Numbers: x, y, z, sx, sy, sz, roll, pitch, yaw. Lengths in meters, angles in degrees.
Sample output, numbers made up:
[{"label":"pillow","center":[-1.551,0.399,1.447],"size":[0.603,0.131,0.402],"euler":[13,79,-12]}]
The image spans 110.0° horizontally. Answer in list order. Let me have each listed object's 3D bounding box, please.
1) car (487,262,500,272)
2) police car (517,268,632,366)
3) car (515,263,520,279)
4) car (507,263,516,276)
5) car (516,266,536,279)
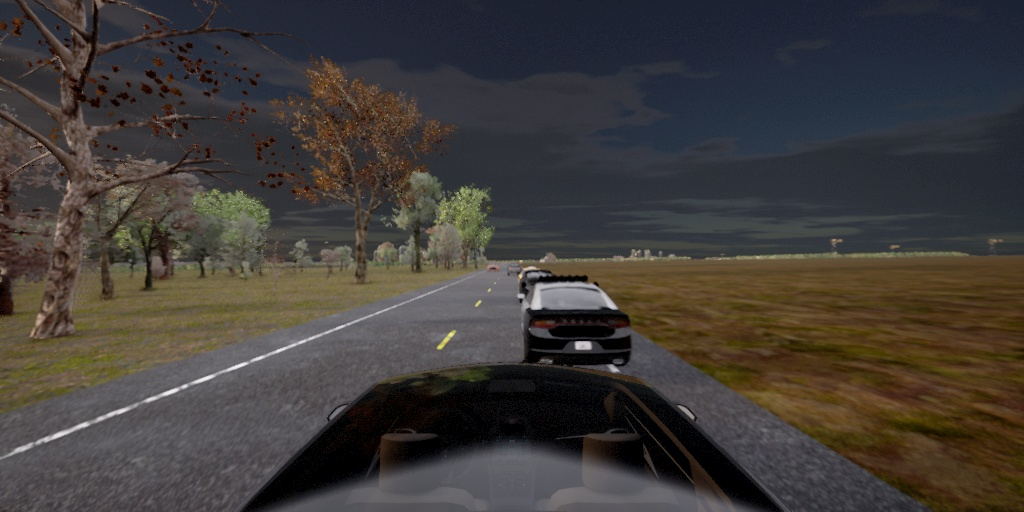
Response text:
[{"label":"car","center":[-3.258,1.850,62.706],"size":[2.097,1.767,4.553],"euler":[0,-1,0]},{"label":"police car","center":[1.162,1.245,8.279],"size":[1.930,1.638,5.238],"euler":[0,-1,1]},{"label":"car","center":[1.311,1.463,24.373],"size":[1.801,1.575,5.366],"euler":[0,-1,0]},{"label":"car","center":[0.350,1.782,47.290],"size":[2.128,1.511,4.902],"euler":[0,-1,0]},{"label":"car","center":[1.264,1.439,18.177],"size":[1.837,1.490,4.892],"euler":[0,-1,0]}]
